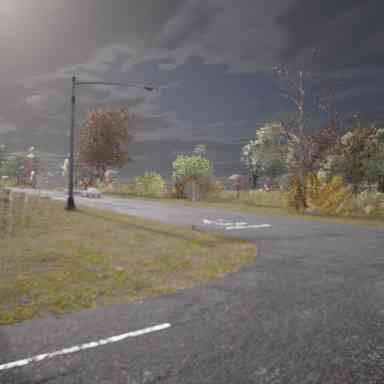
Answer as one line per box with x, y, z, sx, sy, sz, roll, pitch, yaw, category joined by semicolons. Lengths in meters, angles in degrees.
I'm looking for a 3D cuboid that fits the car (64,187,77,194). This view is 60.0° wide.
-20.727;-0.194;57.651;1.895;1.301;4.718;1;1;-36;car

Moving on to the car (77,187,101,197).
-15.137;0.034;49.816;1.812;1.442;4.674;1;1;-36;car
